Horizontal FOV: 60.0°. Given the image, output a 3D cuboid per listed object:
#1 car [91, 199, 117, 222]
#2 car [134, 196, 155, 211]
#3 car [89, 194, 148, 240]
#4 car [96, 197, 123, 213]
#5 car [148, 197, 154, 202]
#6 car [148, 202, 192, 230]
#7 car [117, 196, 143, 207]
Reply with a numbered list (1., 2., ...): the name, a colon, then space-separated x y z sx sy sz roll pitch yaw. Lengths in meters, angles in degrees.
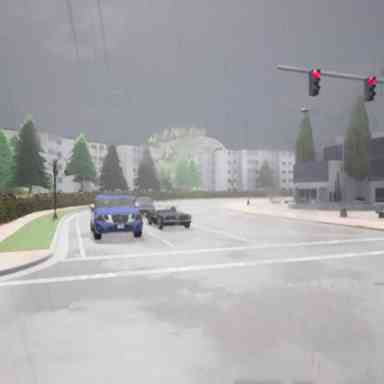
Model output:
1. car: -7.077 1.419 26.682 1.837 1.490 4.892 -1 0 -15
2. car: -5.670 1.335 39.913 1.837 1.490 4.892 0 0 0
3. car: -4.045 1.162 17.235 2.150 2.045 5.566 -1 0 -19
4. car: -9.012 1.366 36.865 2.128 1.511 4.902 0 0 -4
5. car: -4.486 1.423 29.845 2.033 1.411 5.357 -1 0 -16
6. car: -1.536 1.502 20.663 1.895 1.301 4.718 -1 0 -19
7. car: -8.776 1.307 47.304 2.128 1.511 4.902 0 0 8
